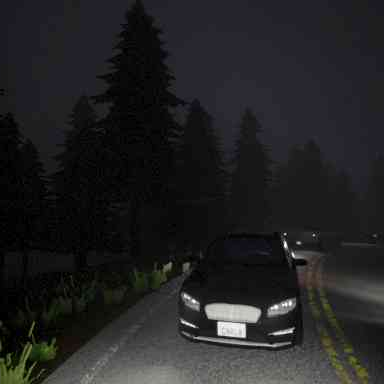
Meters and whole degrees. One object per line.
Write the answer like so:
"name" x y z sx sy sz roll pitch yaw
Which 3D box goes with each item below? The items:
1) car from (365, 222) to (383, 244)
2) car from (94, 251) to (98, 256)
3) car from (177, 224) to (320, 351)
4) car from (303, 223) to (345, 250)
"car" 16.561 3.326 26.881 5.566 2.045 2.150 8 -8 -27
"car" -20.225 13.651 73.019 4.181 1.381 1.994 -2 -5 31
"car" 1.139 1.562 6.640 2.128 1.511 4.902 -1 -2 15
"car" 6.554 2.314 17.786 1.895 1.301 4.718 -3 -6 39
